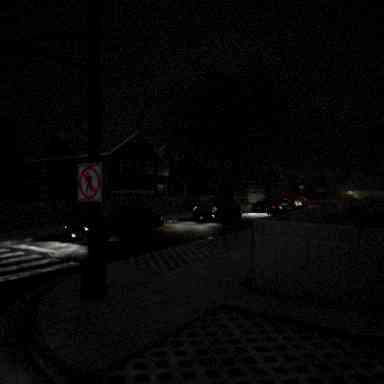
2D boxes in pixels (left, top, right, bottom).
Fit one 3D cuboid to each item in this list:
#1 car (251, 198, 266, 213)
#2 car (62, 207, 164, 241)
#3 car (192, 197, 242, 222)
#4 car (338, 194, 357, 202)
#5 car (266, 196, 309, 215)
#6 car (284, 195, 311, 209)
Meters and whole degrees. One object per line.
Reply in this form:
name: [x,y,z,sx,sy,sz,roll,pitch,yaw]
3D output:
car: [7.452,1.311,32.838,1.994,1.385,4.181,0,1,35]
car: [-3.608,1.454,16.446,2.033,1.411,5.357,0,1,34]
car: [1.908,1.180,24.644,2.097,1.767,4.553,0,1,34]
car: [23.721,1.029,50.572,1.882,1.535,5.008,0,0,38]
car: [8.701,1.320,29.460,2.033,1.411,5.357,0,1,34]
car: [13.085,1.189,41.082,1.812,1.442,4.674,0,1,34]
